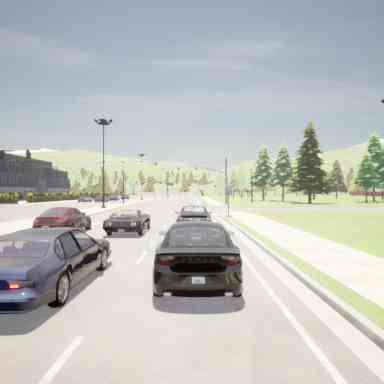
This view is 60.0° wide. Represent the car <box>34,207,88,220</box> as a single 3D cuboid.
[{"bbox_3d":[-6.946,1.526,18.110,1.812,1.442,4.674,0,0,0],"label":"car"}]

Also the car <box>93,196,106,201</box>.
[{"bbox_3d":[-23.100,1.595,82.920,1.895,1.301,4.718,0,0,0],"label":"car"}]

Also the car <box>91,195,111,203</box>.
[{"bbox_3d":[-19.624,1.500,71.965,1.837,1.490,4.892,0,0,0],"label":"car"}]

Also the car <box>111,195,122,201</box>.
[{"bbox_3d":[-19.600,1.478,82.840,1.882,1.535,5.008,0,0,0],"label":"car"}]

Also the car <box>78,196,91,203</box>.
[{"bbox_3d":[-23.124,1.595,71.905,1.895,1.301,4.718,0,0,0],"label":"car"}]

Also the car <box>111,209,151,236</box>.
[{"bbox_3d":[-3.440,1.601,18.469,1.895,1.301,4.718,0,0,0],"label":"car"}]

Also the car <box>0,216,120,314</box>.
[{"bbox_3d":[-3.402,1.547,7.875,2.033,1.411,5.357,0,0,0],"label":"car"}]

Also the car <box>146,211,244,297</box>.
[{"bbox_3d":[0.123,1.478,8.613,1.882,1.535,5.008,0,0,0],"label":"car"}]

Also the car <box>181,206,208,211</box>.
[{"bbox_3d":[0.105,1.492,18.107,2.128,1.511,4.902,0,0,0],"label":"car"}]
